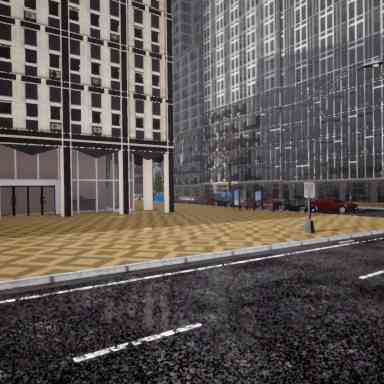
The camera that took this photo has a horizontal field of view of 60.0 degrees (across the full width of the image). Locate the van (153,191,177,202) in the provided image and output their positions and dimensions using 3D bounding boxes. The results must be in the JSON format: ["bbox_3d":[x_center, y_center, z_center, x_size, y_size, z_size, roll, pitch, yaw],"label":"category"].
[{"bbox_3d":[-4.886,0.937,58.798,1.690,1.788,3.998,0,1,-34],"label":"van"}]

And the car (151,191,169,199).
[{"bbox_3d":[-7.536,0.615,77.609,2.192,1.841,5.009,0,1,-34],"label":"car"}]

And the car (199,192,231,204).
[{"bbox_3d":[3.602,1.011,50.885,2.097,1.767,4.553,-1,1,-35],"label":"car"}]

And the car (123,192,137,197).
[{"bbox_3d":[-17.117,0.689,91.715,2.008,1.369,4.403,0,1,-34],"label":"car"}]

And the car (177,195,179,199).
[{"bbox_3d":[-4.341,0.936,72.911,1.802,1.307,4.206,0,1,-34],"label":"car"}]

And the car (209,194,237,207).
[{"bbox_3d":[4.651,1.319,44.668,1.947,1.339,4.313,0,1,-34],"label":"car"}]

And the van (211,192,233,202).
[{"bbox_3d":[5.240,0.855,58.804,1.690,1.788,3.998,0,1,-34],"label":"van"}]

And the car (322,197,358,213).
[{"bbox_3d":[14.656,1.315,34.629,1.882,1.535,5.008,-1,1,-34],"label":"car"}]

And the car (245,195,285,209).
[{"bbox_3d":[9.256,1.228,42.579,1.882,1.535,5.008,-1,1,-34],"label":"car"}]

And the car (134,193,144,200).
[{"bbox_3d":[-11.274,1.040,68.203,2.008,1.369,4.403,0,1,-34],"label":"car"}]

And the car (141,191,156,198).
[{"bbox_3d":[-10.730,0.686,82.312,1.967,1.590,4.097,0,1,-34],"label":"car"}]

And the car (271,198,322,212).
[{"bbox_3d":[10.976,1.424,35.221,1.947,1.339,4.313,0,1,-34],"label":"car"}]

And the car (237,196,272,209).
[{"bbox_3d":[7.796,1.388,39.935,1.802,1.307,4.206,0,1,-34],"label":"car"}]

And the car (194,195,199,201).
[{"bbox_3d":[2.046,1.043,63.508,1.802,1.307,4.206,0,1,-34],"label":"car"}]
